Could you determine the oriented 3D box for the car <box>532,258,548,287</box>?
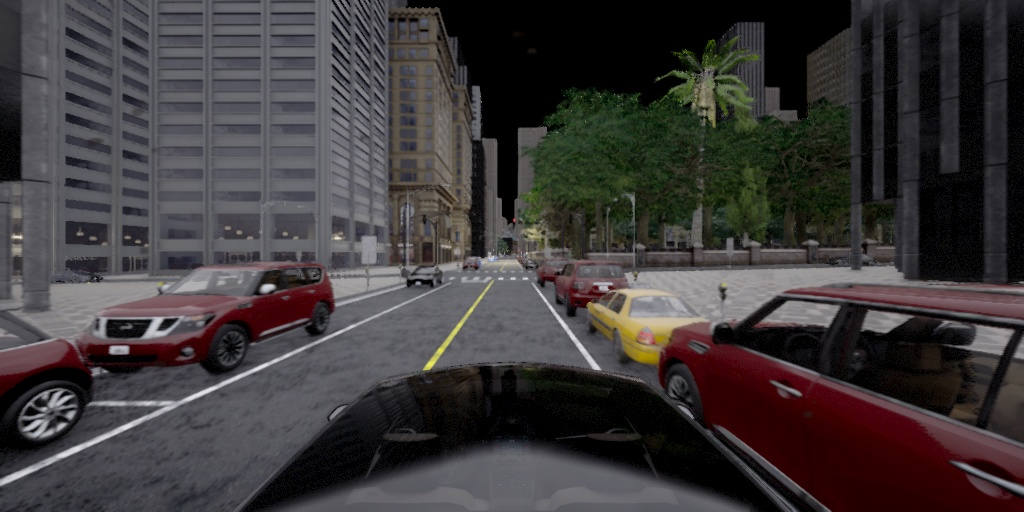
[{"bbox_3d":[2.758,1.049,24.226,2.192,1.841,5.009,0,0,0],"label":"car"}]

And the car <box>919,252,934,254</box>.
[{"bbox_3d":[42.122,0.300,36.042,5.357,1.411,2.033,-1,0,0],"label":"car"}]

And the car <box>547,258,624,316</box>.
[{"bbox_3d":[2.760,1.059,13.251,2.192,1.841,5.009,0,0,0],"label":"car"}]

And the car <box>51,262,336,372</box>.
[{"bbox_3d":[-5.764,1.062,7.777,2.192,1.841,5.009,0,0,0],"label":"car"}]

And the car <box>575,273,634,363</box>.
[{"bbox_3d":[2.761,1.273,7.935,1.751,1.417,4.829,0,0,0],"label":"car"}]

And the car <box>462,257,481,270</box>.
[{"bbox_3d":[-5.772,1.002,50.803,2.192,1.841,5.009,0,0,0],"label":"car"}]

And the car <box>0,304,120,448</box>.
[{"bbox_3d":[-5.763,1.190,2.290,1.967,1.591,4.097,0,0,0],"label":"car"}]

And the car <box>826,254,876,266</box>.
[{"bbox_3d":[36.903,0.436,39.143,4.181,1.385,1.994,-1,0,0],"label":"car"}]

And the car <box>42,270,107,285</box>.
[{"bbox_3d":[-44.336,2.145,36.437,4.181,1.385,1.994,-1,0,0],"label":"car"}]

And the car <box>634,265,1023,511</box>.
[{"bbox_3d":[2.763,1.064,2.278,2.192,1.841,5.009,0,0,0],"label":"car"}]

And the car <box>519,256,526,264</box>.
[{"bbox_3d":[2.751,1.102,61.626,1.967,1.591,4.097,0,0,0],"label":"car"}]

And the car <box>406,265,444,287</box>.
[{"bbox_3d":[-5.767,1.300,24.242,1.948,1.339,4.313,0,0,0],"label":"car"}]

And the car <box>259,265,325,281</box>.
[{"bbox_3d":[-22.214,1.706,36.331,5.357,1.411,2.033,-1,0,0],"label":"car"}]

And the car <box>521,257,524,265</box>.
[{"bbox_3d":[2.752,1.257,56.205,1.802,1.307,4.207,0,0,0],"label":"car"}]

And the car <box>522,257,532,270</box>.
[{"bbox_3d":[2.753,1.253,50.785,1.948,1.339,4.313,0,0,0],"label":"car"}]
